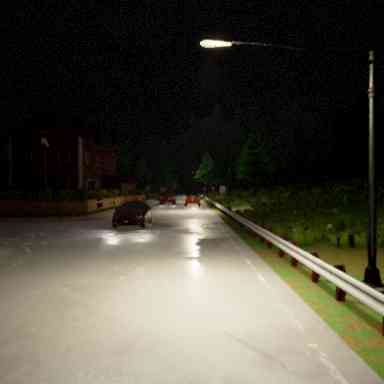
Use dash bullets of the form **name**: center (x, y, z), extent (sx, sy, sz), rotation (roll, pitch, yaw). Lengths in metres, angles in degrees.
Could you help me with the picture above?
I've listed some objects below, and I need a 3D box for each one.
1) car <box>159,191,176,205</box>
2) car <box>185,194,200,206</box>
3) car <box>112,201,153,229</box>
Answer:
- **car**: center (-3.563, 0.858, 49.273), extent (2.150, 2.045, 5.566), rotation (0, 0, 0)
- **car**: center (0.091, 1.003, 47.213), extent (2.097, 1.767, 4.553), rotation (0, 1, 0)
- **car**: center (-3.604, 1.324, 20.687), extent (1.882, 1.535, 5.008), rotation (0, 0, 0)
